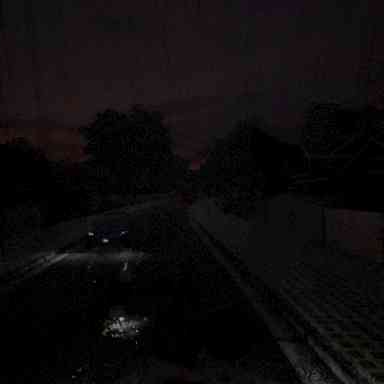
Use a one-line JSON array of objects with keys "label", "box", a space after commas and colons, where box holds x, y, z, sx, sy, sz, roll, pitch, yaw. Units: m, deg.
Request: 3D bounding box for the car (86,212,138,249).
[{"label": "car", "box": [-3.602, 1.700, 15.633, 1.812, 1.442, 4.674, 0, -1, -4]}]

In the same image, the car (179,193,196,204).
[{"label": "car", "box": [-1.017, 1.189, 60.973, 2.150, 2.045, 5.566, 0, 1, 5]}]

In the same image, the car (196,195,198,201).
[{"label": "car", "box": [0.071, 1.115, 71.614, 2.097, 1.767, 4.553, 0, 1, 8]}]
